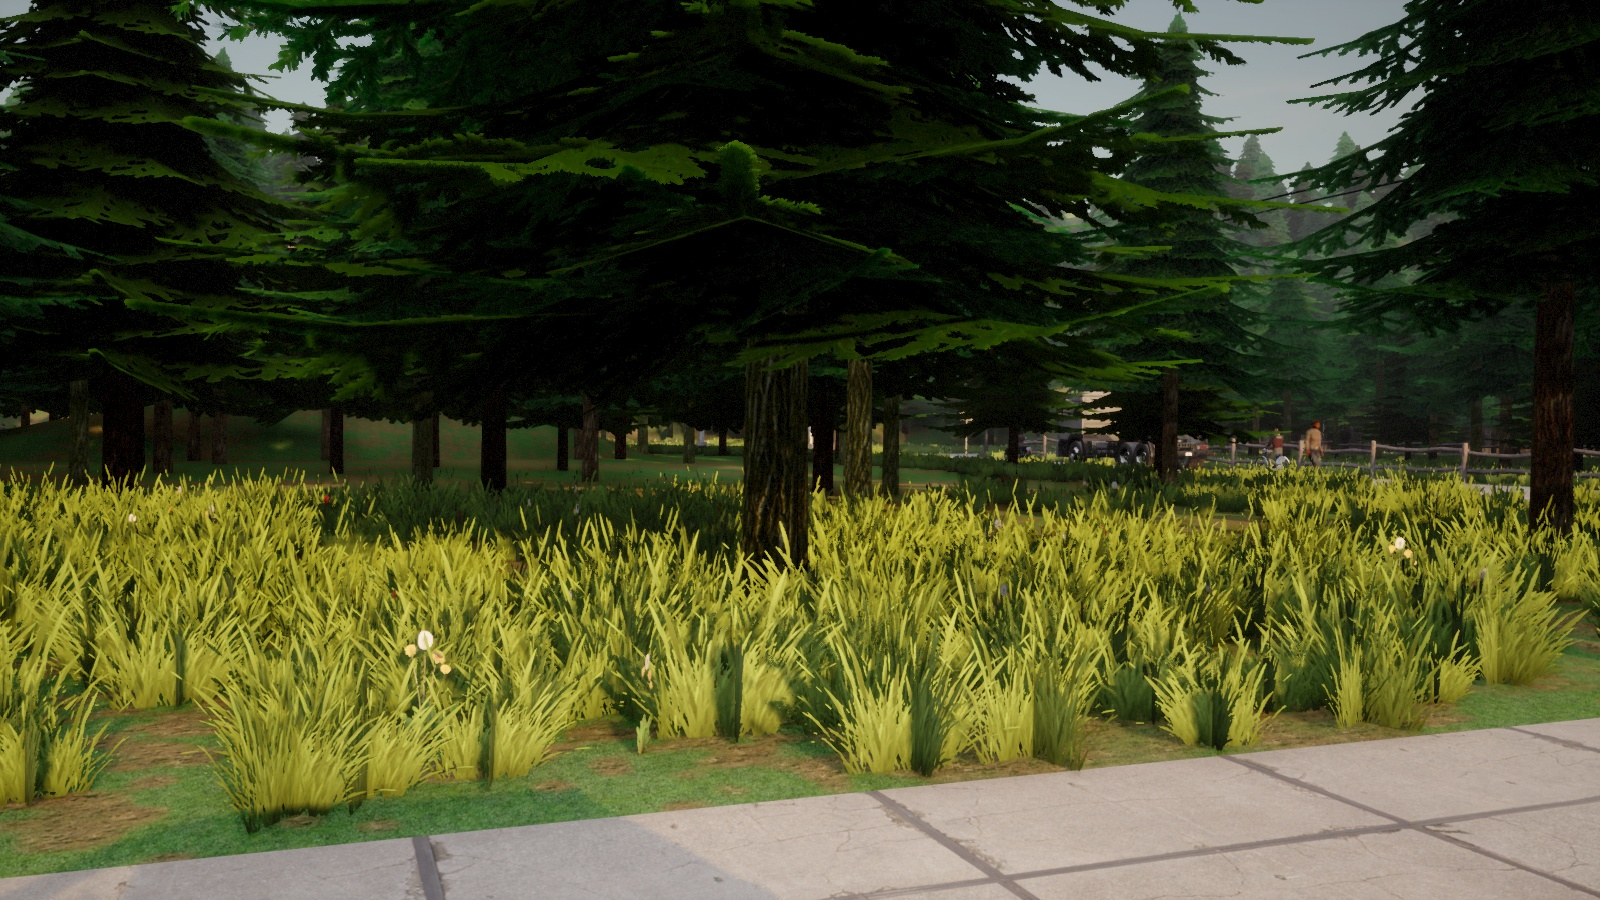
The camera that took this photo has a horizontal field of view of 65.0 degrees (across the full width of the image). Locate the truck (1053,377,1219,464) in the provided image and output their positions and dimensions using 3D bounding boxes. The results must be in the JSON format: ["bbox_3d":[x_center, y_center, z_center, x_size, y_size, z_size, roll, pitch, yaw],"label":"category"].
[{"bbox_3d":[14.276,-1.246,54.160,2.891,3.462,7.936,-1,1,-20],"label":"truck"}]

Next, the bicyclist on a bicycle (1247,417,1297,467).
[{"bbox_3d":[17.237,-0.291,45.889,0.659,1.776,1.843,-1,1,-20],"label":"bicyclist on a bicycle"}]

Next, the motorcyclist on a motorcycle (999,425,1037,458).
[{"bbox_3d":[10.977,-0.428,63.368,0.766,1.649,2.350,-1,1,-21],"label":"motorcyclist on a motorcycle"}]

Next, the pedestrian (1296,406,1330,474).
[{"bbox_3d":[13.840,-0.279,33.887,0.328,1.805,0.869,-1,1,-24],"label":"pedestrian"}]
